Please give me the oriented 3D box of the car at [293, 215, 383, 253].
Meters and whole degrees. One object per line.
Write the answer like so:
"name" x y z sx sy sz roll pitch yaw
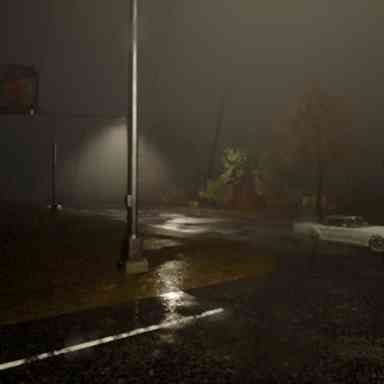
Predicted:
"car" 6.931 1.705 14.558 1.895 1.301 4.718 1 0 -36

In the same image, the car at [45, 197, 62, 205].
"car" -24.221 1.516 57.936 2.033 1.411 5.357 1 0 -35
